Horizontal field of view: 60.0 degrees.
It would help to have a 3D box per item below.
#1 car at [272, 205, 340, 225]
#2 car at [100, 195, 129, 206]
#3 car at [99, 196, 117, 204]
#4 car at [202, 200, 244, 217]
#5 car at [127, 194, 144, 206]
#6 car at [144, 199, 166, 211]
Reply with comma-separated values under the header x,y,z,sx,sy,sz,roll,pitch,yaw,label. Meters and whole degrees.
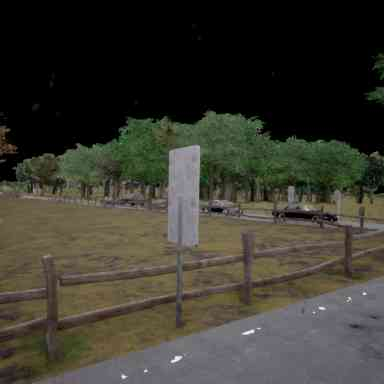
x,y,z,sx,sy,sz,roll,pitch,yaw,label
8.291,1.618,24.510,1.895,1.301,4.718,2,-1,-36,car
-12.781,1.600,54.137,2.033,1.411,5.357,2,-1,-36,car
-16.051,1.577,63.596,1.812,1.442,4.674,2,-1,-35,car
2.897,1.505,32.057,2.128,1.511,4.902,2,-1,-36,car
-9.824,1.296,54.915,2.150,2.045,5.566,2,-1,-36,car
-3.755,1.573,41.365,1.994,1.385,4.181,2,-1,-37,car
